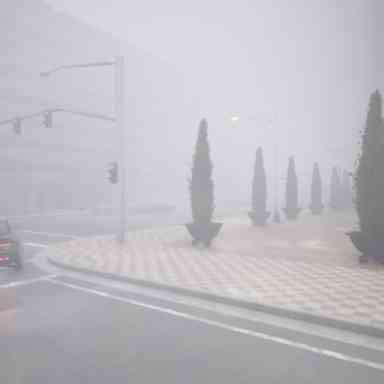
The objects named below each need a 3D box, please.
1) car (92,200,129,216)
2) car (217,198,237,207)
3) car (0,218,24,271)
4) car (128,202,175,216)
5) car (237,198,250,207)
[{"bbox_3d":[-7.985,1.585,34.423,1.882,1.535,5.008,0,0,36],"label":"car"},{"bbox_3d":[5.685,1.632,53.157,1.812,1.442,4.674,0,0,37],"label":"car"},{"bbox_3d":[-6.578,1.561,10.559,1.837,1.490,4.892,-1,1,-33],"label":"car"},{"bbox_3d":[-3.866,1.687,34.154,1.895,1.301,4.718,0,0,36],"label":"car"},{"bbox_3d":[9.603,1.563,52.561,1.882,1.535,5.008,0,-1,36],"label":"car"}]
